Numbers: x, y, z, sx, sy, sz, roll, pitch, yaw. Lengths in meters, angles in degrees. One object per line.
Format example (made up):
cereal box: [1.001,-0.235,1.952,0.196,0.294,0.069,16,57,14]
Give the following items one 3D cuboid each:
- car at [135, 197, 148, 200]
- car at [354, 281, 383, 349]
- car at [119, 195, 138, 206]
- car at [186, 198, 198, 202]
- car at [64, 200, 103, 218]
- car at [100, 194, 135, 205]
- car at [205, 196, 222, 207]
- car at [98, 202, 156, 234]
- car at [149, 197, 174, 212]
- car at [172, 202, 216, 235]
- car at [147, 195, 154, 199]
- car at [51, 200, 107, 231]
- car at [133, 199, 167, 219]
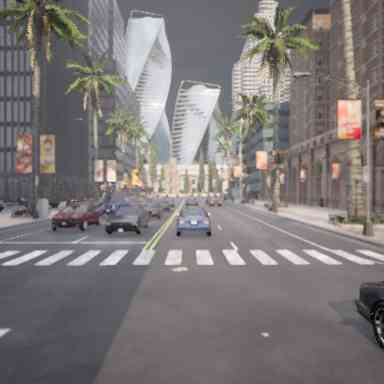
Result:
car: [-7.003,1.559,40.518,1.994,1.385,4.181,0,0,0]
car: [3.599,1.546,3.013,2.033,1.411,5.357,0,0,0]
car: [-10.129,1.348,53.581,2.185,1.767,4.553,0,0,-1]
car: [-0.001,1.556,50.961,1.994,1.385,4.181,0,0,-1]
car: [-10.196,1.510,31.650,2.161,1.482,4.786,0,0,-1]
car: [-7.005,1.218,30.577,2.150,2.045,5.566,0,0,0]
car: [3.499,1.592,50.953,1.895,1.301,4.718,0,0,-1]
car: [-3.583,1.545,19.421,2.033,1.411,5.357,0,0,0]
car: [-3.505,1.558,38.425,1.994,1.385,4.181,0,0,0]
car: [0.097,1.544,18.820,2.033,1.411,5.357,0,0,0]
car: [-10.440,1.470,82.955,2.231,1.521,4.892,0,0,-1]
car: [-7.073,1.476,20.875,1.882,1.535,5.008,0,0,0]
car: [-3.530,1.560,28.660,1.994,1.385,4.181,0,0,1]
